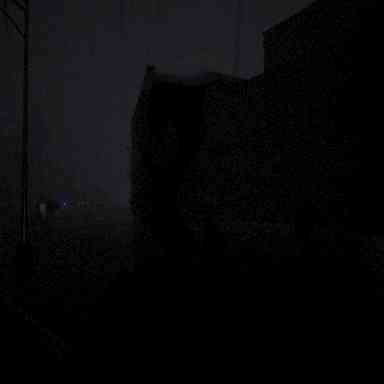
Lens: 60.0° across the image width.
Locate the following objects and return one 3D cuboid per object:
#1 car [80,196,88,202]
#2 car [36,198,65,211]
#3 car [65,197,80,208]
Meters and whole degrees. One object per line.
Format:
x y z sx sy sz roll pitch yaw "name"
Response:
-26.960 1.782 82.073 2.128 1.511 4.902 1 -1 -7 "car"
-18.559 1.627 42.980 2.128 1.511 4.902 1 0 -6 "car"
-19.902 1.716 53.484 1.812 1.442 4.674 1 0 -7 "car"
